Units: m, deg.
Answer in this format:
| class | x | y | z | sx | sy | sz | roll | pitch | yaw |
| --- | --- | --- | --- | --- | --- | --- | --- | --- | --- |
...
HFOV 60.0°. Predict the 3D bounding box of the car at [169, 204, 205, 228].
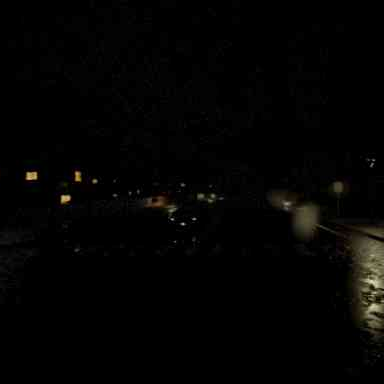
| class | x | y | z | sx | sy | sz | roll | pitch | yaw |
| --- | --- | --- | --- | --- | --- | --- | --- | --- | --- |
| car | -0.186 | 1.503 | 22.353 | 2.033 | 1.411 | 5.357 | -1 | 0 | 8 |
